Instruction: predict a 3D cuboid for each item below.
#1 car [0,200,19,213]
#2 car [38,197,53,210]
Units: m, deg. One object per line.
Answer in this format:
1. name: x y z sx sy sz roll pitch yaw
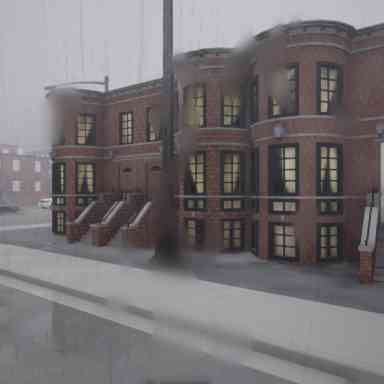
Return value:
1. car: -20.128 1.564 34.224 1.994 1.385 4.181 0 0 36
2. car: -17.357 1.221 44.108 2.150 2.045 5.566 0 0 36
